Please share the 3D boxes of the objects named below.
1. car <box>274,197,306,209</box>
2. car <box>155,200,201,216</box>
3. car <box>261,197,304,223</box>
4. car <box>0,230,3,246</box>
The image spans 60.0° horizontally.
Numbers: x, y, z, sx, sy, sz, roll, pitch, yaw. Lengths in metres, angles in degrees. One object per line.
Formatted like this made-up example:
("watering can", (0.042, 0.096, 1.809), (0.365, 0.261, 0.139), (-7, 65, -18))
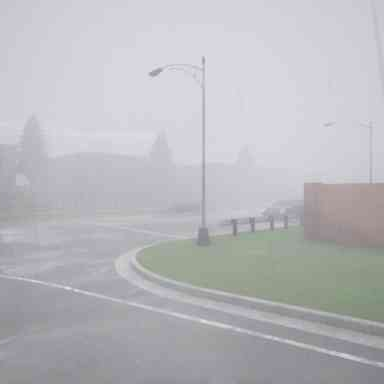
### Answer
("car", (13.423, 1.477, 45.588), (5.008, 1.535, 1.882), (0, 0, -42))
("car", (-1.300, 1.491, 32.115), (4.902, 1.511, 2.128), (0, 0, -42))
("car", (7.368, 1.352, 25.816), (4.553, 1.767, 2.097), (0, 0, -43))
("car", (-8.880, 1.525, 10.930), (4.674, 1.442, 1.812), (0, 0, -42))
